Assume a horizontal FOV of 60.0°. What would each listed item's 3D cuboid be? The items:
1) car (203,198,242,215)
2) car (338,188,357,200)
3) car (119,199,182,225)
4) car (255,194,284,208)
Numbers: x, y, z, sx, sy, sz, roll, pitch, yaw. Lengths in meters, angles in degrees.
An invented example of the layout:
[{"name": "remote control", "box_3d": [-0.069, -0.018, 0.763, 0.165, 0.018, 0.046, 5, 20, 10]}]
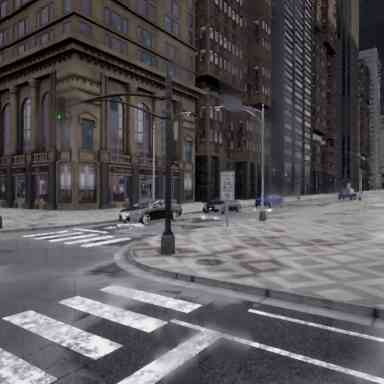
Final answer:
[{"name": "car", "box_3d": [2.704, 1.187, 29.351, 1.994, 1.385, 4.181, 0, 1, 36]}, {"name": "car", "box_3d": [27.031, 0.362, 57.855, 2.150, 2.045, 5.566, 0, 1, 36]}, {"name": "car", "box_3d": [-2.629, 1.237, 21.901, 2.128, 1.511, 4.902, 0, 1, 36]}, {"name": "car", "box_3d": [8.864, 0.960, 37.955, 1.882, 1.535, 5.008, 0, 1, 36]}]
